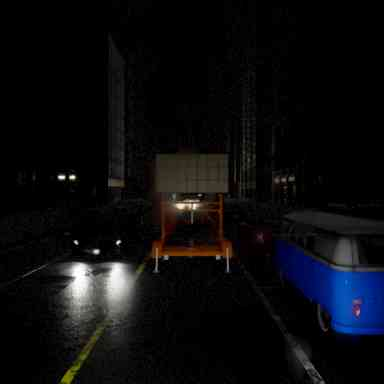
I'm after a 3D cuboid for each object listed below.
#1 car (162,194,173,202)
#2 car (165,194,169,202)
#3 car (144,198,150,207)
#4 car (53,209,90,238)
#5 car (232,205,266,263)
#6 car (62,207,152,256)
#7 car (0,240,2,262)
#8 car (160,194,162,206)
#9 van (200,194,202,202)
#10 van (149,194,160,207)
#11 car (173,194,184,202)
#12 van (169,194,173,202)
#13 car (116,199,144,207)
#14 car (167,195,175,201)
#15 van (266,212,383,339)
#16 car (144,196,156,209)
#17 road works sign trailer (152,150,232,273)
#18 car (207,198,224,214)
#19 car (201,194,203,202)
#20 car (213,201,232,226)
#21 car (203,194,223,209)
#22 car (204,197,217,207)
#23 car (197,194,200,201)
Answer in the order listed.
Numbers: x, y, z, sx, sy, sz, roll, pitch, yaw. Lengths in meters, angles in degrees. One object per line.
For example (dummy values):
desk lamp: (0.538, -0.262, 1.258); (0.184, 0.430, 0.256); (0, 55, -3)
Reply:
car: (-5.716, 1.362, 79.274); (2.192, 1.841, 5.009); (0, 0, 0)
car: (-5.729, 1.342, 56.836); (2.192, 1.841, 5.009); (0, 0, 0)
car: (-5.742, 1.592, 34.398); (1.802, 1.307, 4.206); (0, 0, 0)
car: (-5.751, 1.568, 17.569); (1.947, 1.339, 4.313); (0, 0, 0)
car: (2.771, 1.441, 11.969); (1.967, 1.590, 4.097); (0, 0, 0)
car: (-3.091, 1.548, 13.406); (2.033, 1.411, 5.357); (0, 0, 0)
car: (-5.757, 1.315, 6.350); (2.192, 1.841, 5.009); (0, 0, 0)
car: (-5.732, 1.463, 51.226); (1.967, 1.590, 4.097); (0, 0, 0)
van: (2.799, 1.373, 62.451); (1.690, 1.788, 3.998); (0, 0, 0)
van: (-5.735, 1.360, 45.617); (1.690, 1.788, 3.998); (0, 0, 0)
car: (-2.955, 1.551, 78.293); (1.837, 1.490, 4.892); (0, 0, 0)
van: (-5.720, 1.383, 73.664); (1.690, 1.788, 3.998); (0, 0, 0)
car: (-5.745, 1.558, 28.788); (2.008, 1.369, 4.403); (0, 0, 0)
car: (-5.710, 1.609, 90.492); (2.008, 1.369, 4.403); (0, 0, 0)
van: (2.768, 1.341, 6.360); (1.690, 1.788, 3.998); (0, 0, 0)
car: (-5.739, 1.540, 39.837); (1.752, 1.417, 4.829); (0, 0, 0)
road works sign trailer: (0.007, 0.465, 10.696); (2.380, 3.560, 2.880); (0, 0, 0)
car: (2.783, 1.592, 34.406); (1.802, 1.307, 4.206); (0, 0, 0)
car: (2.790, 1.333, 45.624); (2.192, 1.841, 5.009); (0, 0, 0)
car: (2.777, 1.570, 23.187); (1.947, 1.339, 4.313); (0, 0, 0)
car: (2.787, 1.329, 40.015); (2.192, 1.841, 5.009); (0, 0, 0)
car: (2.793, 1.548, 51.403); (1.752, 1.417, 4.829); (0, 0, 0)
car: (2.806, 1.357, 73.670); (2.192, 1.841, 5.009); (0, 0, 0)
